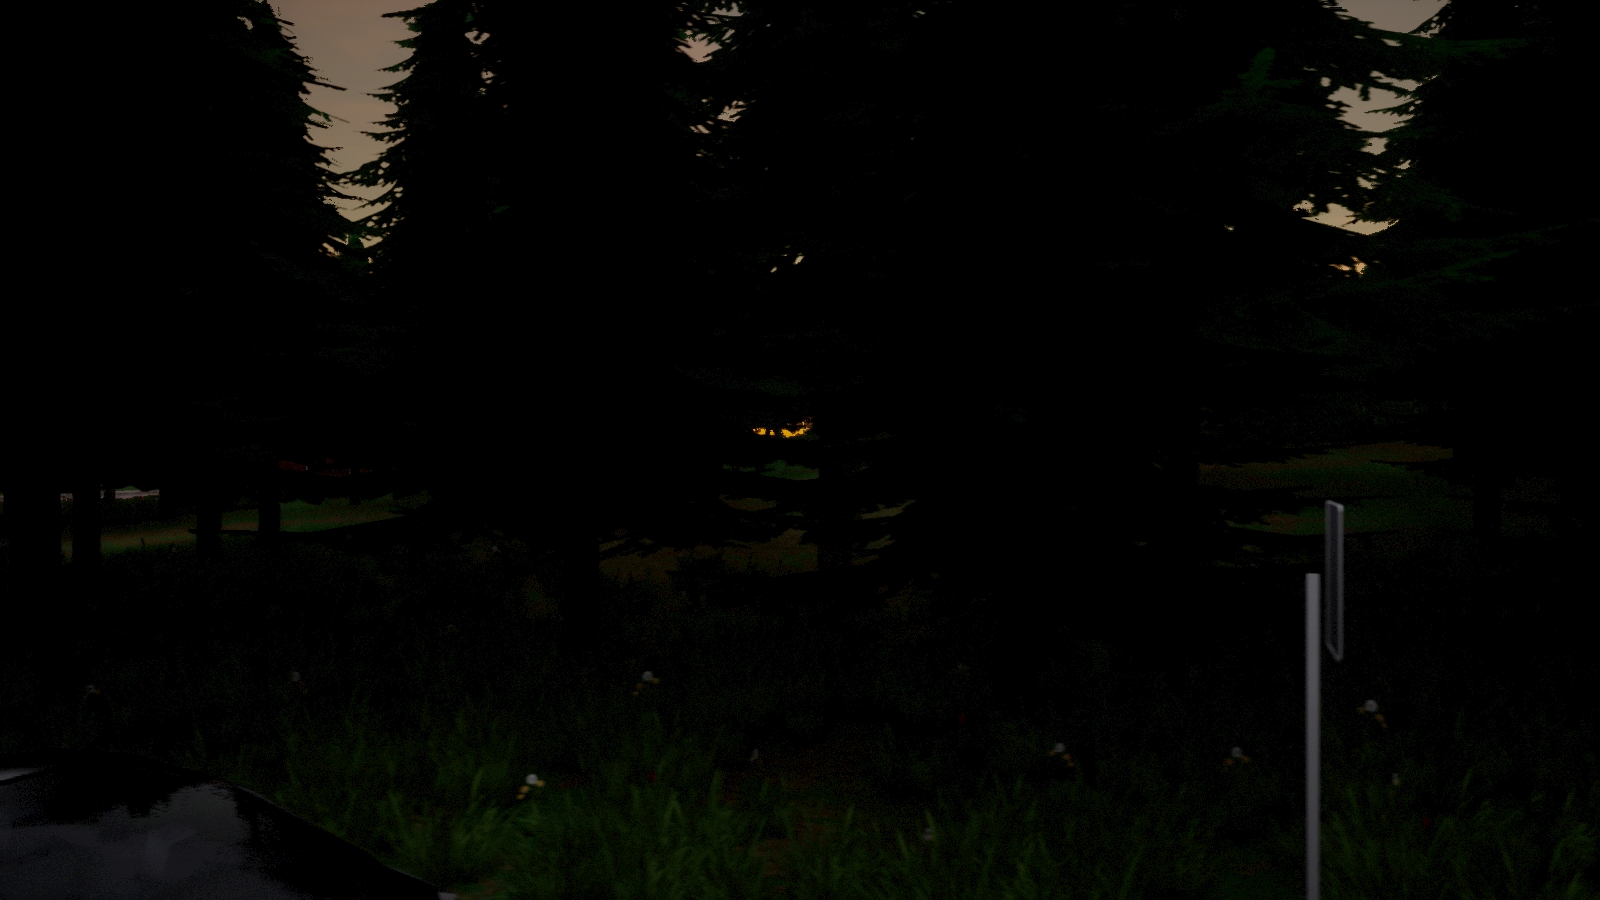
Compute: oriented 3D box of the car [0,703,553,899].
[{"bbox_3d":[-3.660,2.059,4.604,4.792,1.488,2.163,0,0,20],"label":"car"}]
